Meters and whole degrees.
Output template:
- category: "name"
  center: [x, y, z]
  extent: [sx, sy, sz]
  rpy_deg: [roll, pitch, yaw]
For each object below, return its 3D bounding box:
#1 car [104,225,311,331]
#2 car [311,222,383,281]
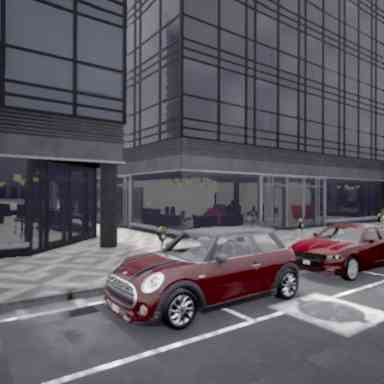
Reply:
- category: "car"
  center: [0.308, 1.479, 6.874]
  extent: [4.097, 1.590, 1.967]
  rpy_deg: [1, -1, -36]
- category: "car"
  center: [4.866, 1.636, 10.128]
  extent: [4.507, 1.381, 1.887]
  rpy_deg: [1, -1, -36]
